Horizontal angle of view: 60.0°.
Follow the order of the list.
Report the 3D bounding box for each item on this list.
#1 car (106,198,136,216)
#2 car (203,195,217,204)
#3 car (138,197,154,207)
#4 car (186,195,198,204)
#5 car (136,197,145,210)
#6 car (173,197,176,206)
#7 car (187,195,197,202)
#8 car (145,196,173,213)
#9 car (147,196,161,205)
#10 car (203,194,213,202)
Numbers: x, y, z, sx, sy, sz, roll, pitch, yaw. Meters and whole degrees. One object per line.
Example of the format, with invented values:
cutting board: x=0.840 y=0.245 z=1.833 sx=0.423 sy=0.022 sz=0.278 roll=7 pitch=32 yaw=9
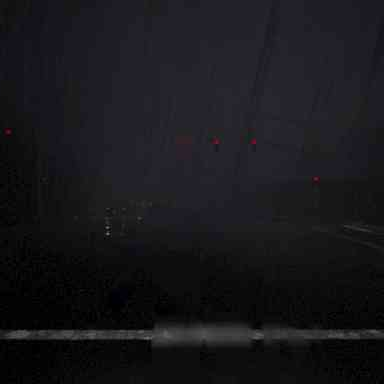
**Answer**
car: x=-7.085 y=1.526 z=32.897 sx=1.812 sy=1.442 sz=4.674 roll=0 pitch=0 yaw=0
car: x=3.617 y=1.548 z=62.015 sx=2.033 sy=1.411 sz=5.357 roll=0 pitch=0 yaw=0
car: x=-7.076 y=1.505 z=51.677 sx=1.837 sy=1.490 sz=4.892 roll=0 pitch=0 yaw=0
car: x=0.018 y=1.505 z=63.773 sx=1.837 sy=1.490 sz=4.892 roll=0 pitch=0 yaw=0
car: x=-7.082 y=1.478 z=42.191 sx=1.882 sy=1.535 sz=5.008 roll=0 pitch=0 yaw=0
car: x=-3.581 y=1.564 z=45.562 sx=1.994 sy=1.385 sz=4.181 roll=0 pitch=0 yaw=0
car: x=0.021 y=1.413 z=73.882 sx=1.994 sy=1.385 sz=4.181 roll=0 pitch=0 yaw=0
car: x=-3.578 y=1.352 z=36.992 sx=2.097 sy=1.767 sz=4.553 roll=0 pitch=0 yaw=0
car: x=-7.046 y=1.492 z=62.085 sx=2.128 sy=1.511 sz=4.902 roll=0 pitch=0 yaw=0
car: x=3.523 y=1.355 z=74.460 sx=2.097 sy=1.767 sz=4.553 roll=0 pitch=0 yaw=0
